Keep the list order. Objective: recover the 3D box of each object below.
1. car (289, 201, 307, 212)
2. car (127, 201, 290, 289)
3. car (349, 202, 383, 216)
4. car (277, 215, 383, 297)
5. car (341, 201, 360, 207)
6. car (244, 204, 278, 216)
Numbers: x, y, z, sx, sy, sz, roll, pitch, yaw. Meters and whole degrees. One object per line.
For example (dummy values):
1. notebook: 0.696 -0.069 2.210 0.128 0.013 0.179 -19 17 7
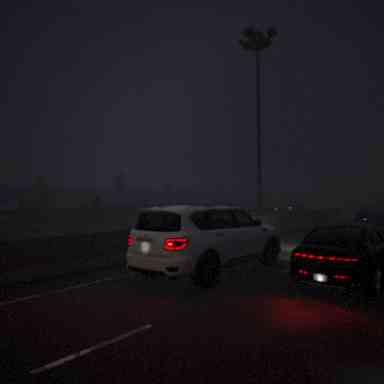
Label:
1. car: 11.571 1.850 38.773 2.097 1.767 4.553 -2 -1 44
2. car: 0.631 1.397 10.069 2.150 2.045 5.566 -2 -1 41
3. car: 13.750 1.748 25.303 1.812 1.442 4.674 -2 -1 41
4. car: 4.335 1.599 8.999 1.837 1.490 4.892 -2 -1 41
5. car: 20.769 1.941 42.932 4.674 1.442 1.812 0 -2 -41
6. car: 8.543 2.185 40.714 1.895 1.301 4.718 -2 -1 43
